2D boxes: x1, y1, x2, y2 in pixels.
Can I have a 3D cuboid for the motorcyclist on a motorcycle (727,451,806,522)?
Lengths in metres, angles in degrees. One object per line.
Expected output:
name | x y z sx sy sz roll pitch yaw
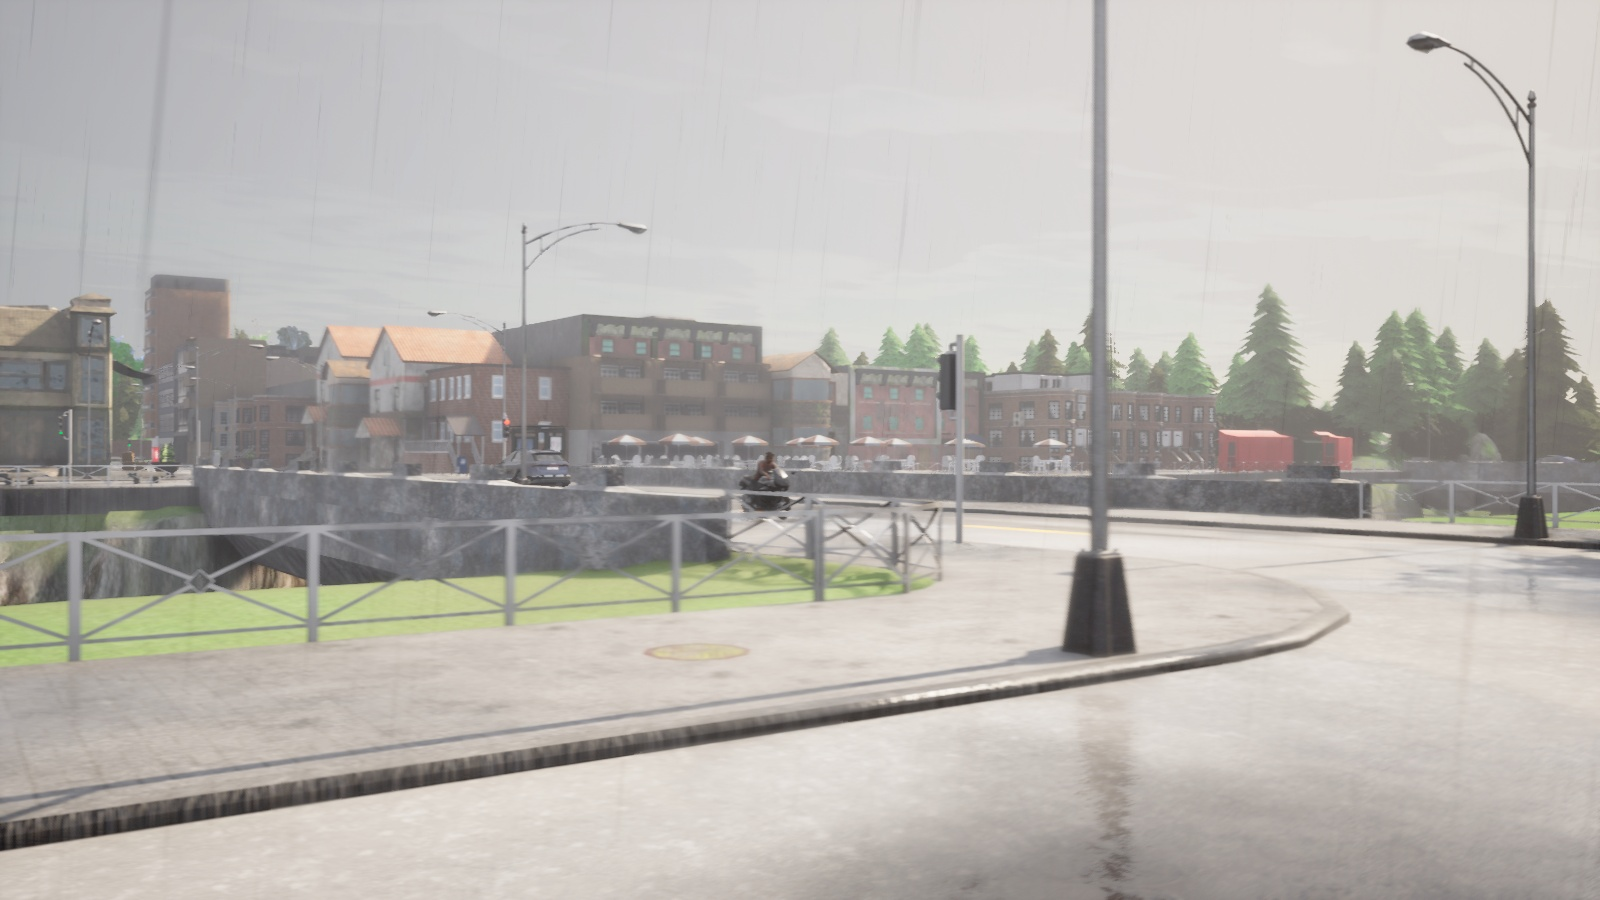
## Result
motorcyclist on a motorcycle | -0.773 0.798 28.152 0.797 1.523 2.044 0 0 -34

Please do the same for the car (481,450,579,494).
car | -10.663 0.818 49.313 2.033 1.649 4.856 0 0 -35
